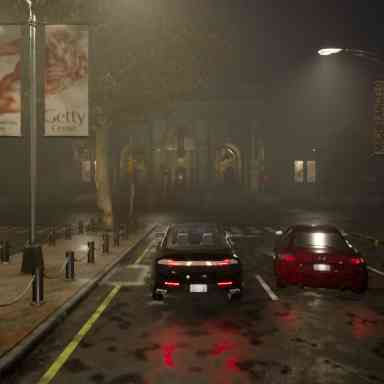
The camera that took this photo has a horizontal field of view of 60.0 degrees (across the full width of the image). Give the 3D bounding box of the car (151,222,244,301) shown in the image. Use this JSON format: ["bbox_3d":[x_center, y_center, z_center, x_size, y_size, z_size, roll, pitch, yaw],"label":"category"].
[{"bbox_3d":[0.078,1.492,8.322,2.128,1.511,4.902,0,0,-1],"label":"car"}]

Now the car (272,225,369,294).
[{"bbox_3d":[3.250,1.564,8.974,1.994,1.385,4.181,0,0,14],"label":"car"}]
